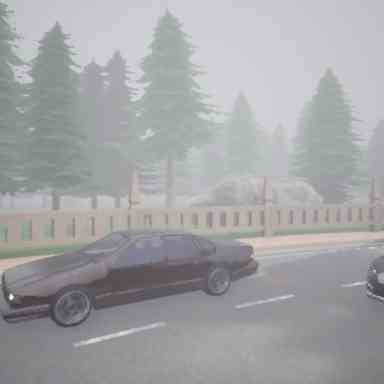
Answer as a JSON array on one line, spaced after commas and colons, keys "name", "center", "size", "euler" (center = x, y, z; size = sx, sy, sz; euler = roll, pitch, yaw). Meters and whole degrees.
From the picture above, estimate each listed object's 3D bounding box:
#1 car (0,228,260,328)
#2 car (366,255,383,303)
[{"name": "car", "center": [-1.026, 1.513, 7.078], "size": [5.357, 1.411, 2.033], "euler": [0, 0, -32]}, {"name": "car", "center": [5.700, 1.455, 6.598], "size": [4.902, 1.511, 2.128], "euler": [0, 0, -23]}]
